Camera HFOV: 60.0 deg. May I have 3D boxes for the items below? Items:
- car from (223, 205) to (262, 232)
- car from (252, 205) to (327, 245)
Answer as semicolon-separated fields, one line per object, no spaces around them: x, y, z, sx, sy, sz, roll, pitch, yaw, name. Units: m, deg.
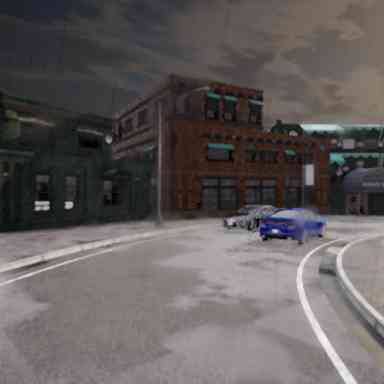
3.941;1.546;20.433;4.902;1.511;2.128;1;0;-44;car
5.036;1.543;16.210;1.882;1.535;5.008;0;-1;37;car
